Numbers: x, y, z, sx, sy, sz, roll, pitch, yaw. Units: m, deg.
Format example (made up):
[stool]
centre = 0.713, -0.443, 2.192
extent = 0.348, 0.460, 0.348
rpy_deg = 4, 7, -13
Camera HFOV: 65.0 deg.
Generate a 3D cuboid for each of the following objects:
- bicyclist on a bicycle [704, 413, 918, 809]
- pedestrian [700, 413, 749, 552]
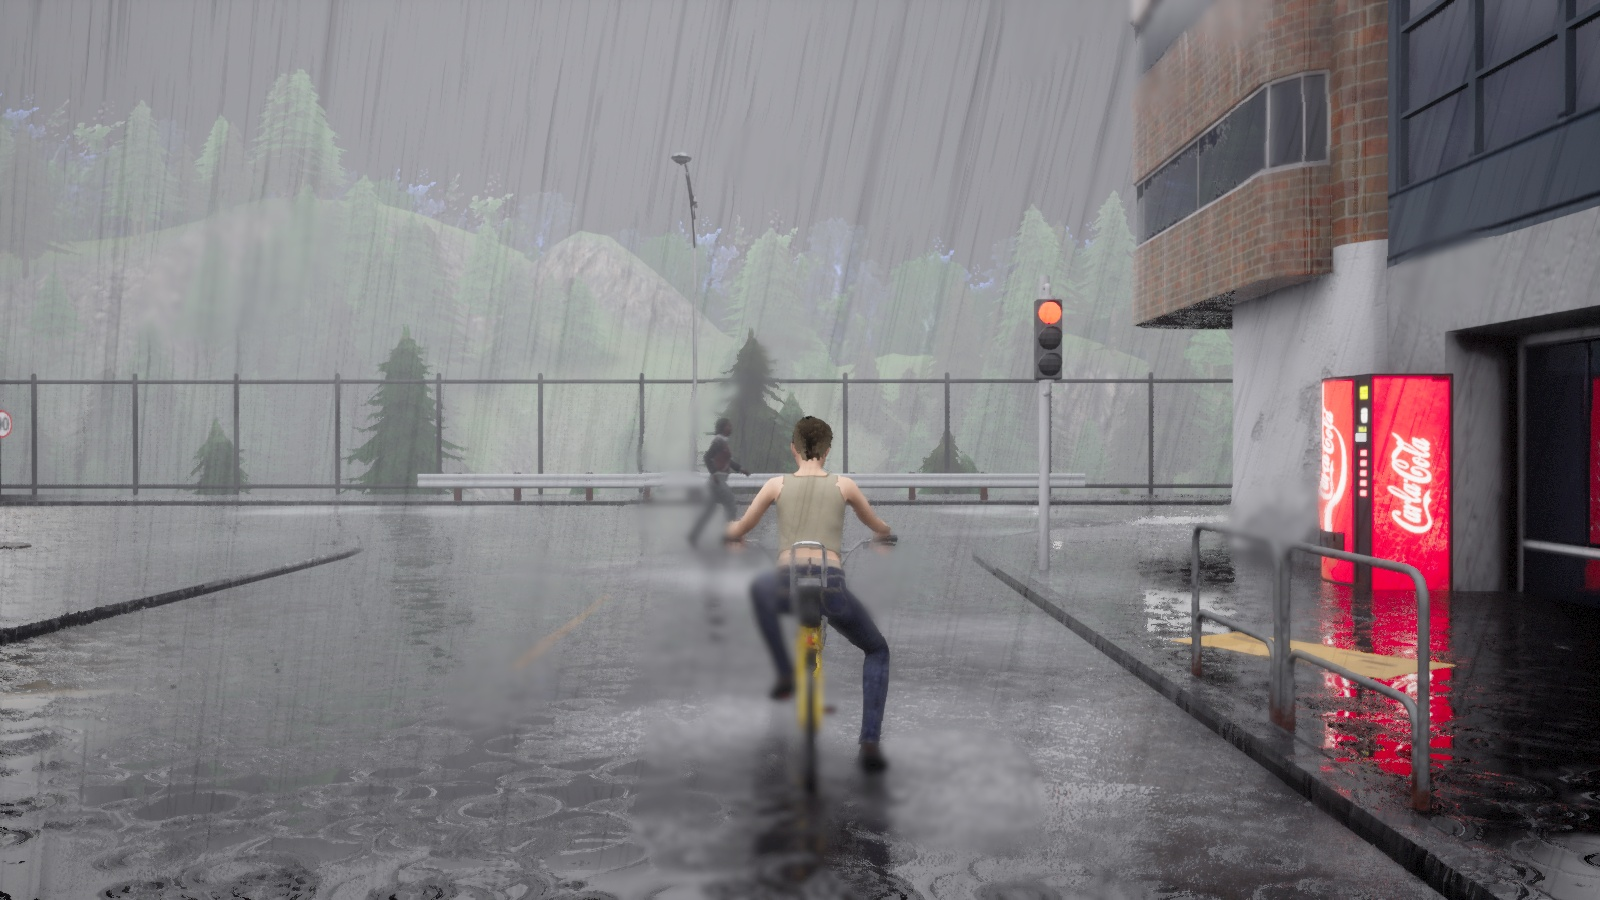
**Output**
[bicyclist on a bicycle]
centre = 0.049, 0.650, 5.861
extent = 0.866, 1.612, 1.509
rpy_deg = 0, 0, 0
[pedestrian]
centre = -1.060, 0.446, 17.644
extent = 0.666, 1.930, 0.402
rpy_deg = 0, 0, 0
